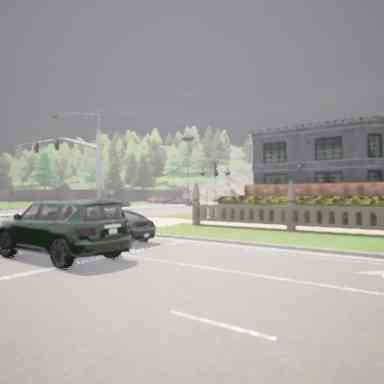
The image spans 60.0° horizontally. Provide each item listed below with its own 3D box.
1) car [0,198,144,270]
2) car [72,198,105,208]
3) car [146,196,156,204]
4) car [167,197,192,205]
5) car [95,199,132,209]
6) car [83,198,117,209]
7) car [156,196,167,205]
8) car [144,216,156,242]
[{"bbox_3d":[-4.536,1.279,11.503,5.566,2.045,2.150,0,0,36],"label":"car"},{"bbox_3d":[-17.020,1.731,54.769,1.882,1.535,5.008,0,0,36],"label":"car"},{"bbox_3d":[-7.247,1.610,68.051,2.097,1.767,4.553,0,0,36],"label":"car"},{"bbox_3d":[-2.029,1.816,63.388,1.895,1.301,4.718,0,0,37],"label":"car"},{"bbox_3d":[-11.721,1.762,50.186,2.033,1.411,5.357,0,0,36],"label":"car"},{"bbox_3d":[-14.401,1.725,52.437,2.128,1.511,4.902,0,0,36],"label":"car"},{"bbox_3d":[-4.401,1.737,66.039,1.837,1.490,4.892,0,0,37],"label":"car"},{"bbox_3d":[-3.838,1.573,15.404,4.892,1.490,1.837,0,0,37],"label":"car"}]
